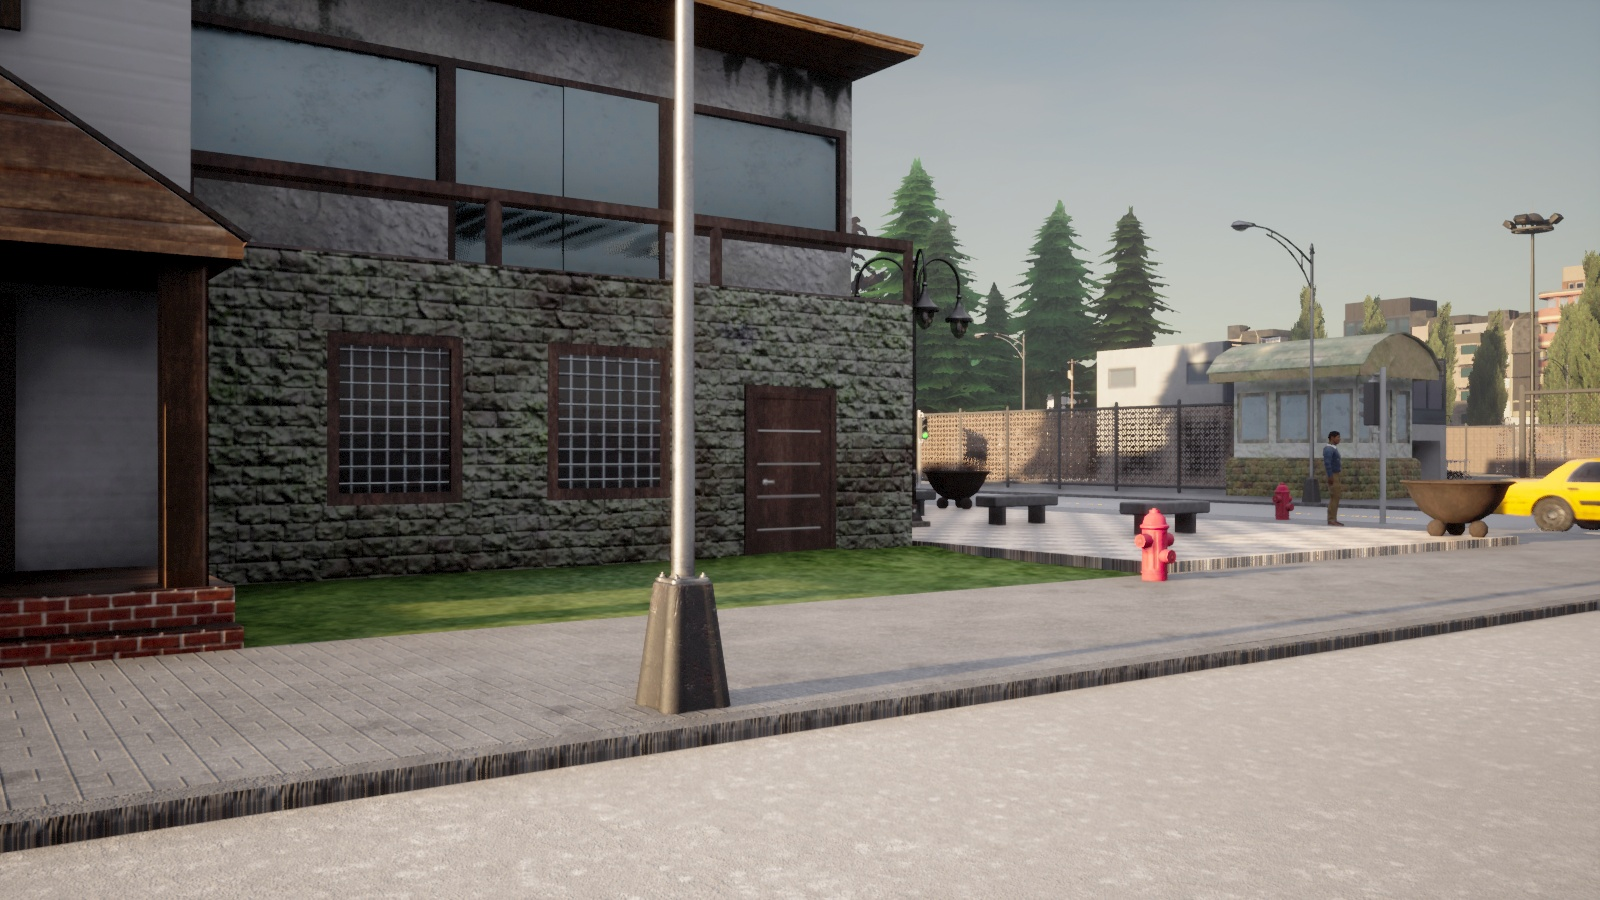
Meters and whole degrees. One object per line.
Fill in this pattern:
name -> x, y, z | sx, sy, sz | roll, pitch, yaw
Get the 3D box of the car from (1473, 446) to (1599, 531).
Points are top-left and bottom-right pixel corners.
car -> 15.647, 0.707, 23.259 | 1.801, 1.575, 5.366 | 0, 0, -35

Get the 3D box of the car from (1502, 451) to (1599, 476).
car -> 47.089, 0.843, 78.919 | 1.837, 1.490, 4.892 | 0, 0, -35

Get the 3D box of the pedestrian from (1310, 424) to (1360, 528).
pedestrian -> 10.221, 0.487, 24.008 | 0.788, 1.949, 0.423 | 0, 0, 39
